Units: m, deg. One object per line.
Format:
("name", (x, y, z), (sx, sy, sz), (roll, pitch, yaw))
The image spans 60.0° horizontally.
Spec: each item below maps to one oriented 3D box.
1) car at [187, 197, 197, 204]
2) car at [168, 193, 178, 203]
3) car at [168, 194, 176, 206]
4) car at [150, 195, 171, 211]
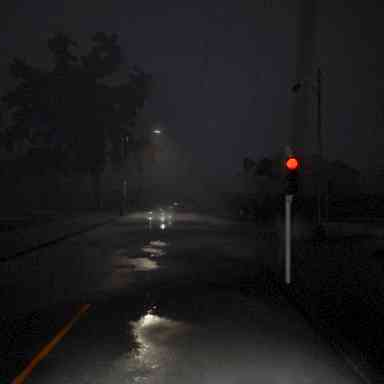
("car", (0.014, 1.594, 61.647), (1.895, 1.301, 4.718), (0, 0, 0))
("car", (-3.993, 1.212, 68.079), (2.150, 2.045, 5.566), (0, 0, 0))
("car", (-4.066, 1.498, 53.460), (1.837, 1.490, 4.892), (0, 0, 0))
("car", (-4.082, 1.500, 41.469), (1.837, 1.490, 4.892), (0, 0, 0))
